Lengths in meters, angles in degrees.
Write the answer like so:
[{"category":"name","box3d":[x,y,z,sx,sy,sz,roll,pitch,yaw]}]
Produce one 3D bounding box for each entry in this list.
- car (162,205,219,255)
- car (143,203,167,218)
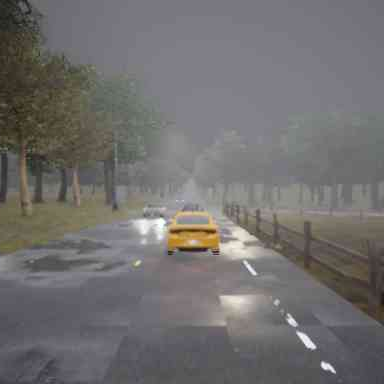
[{"category":"car","box3d":[0.050,1.540,13.680,1.882,1.535,5.008,0,0,0]},{"category":"car","box3d":[-3.546,1.744,32.041,1.895,1.301,4.718,0,0,1]}]
